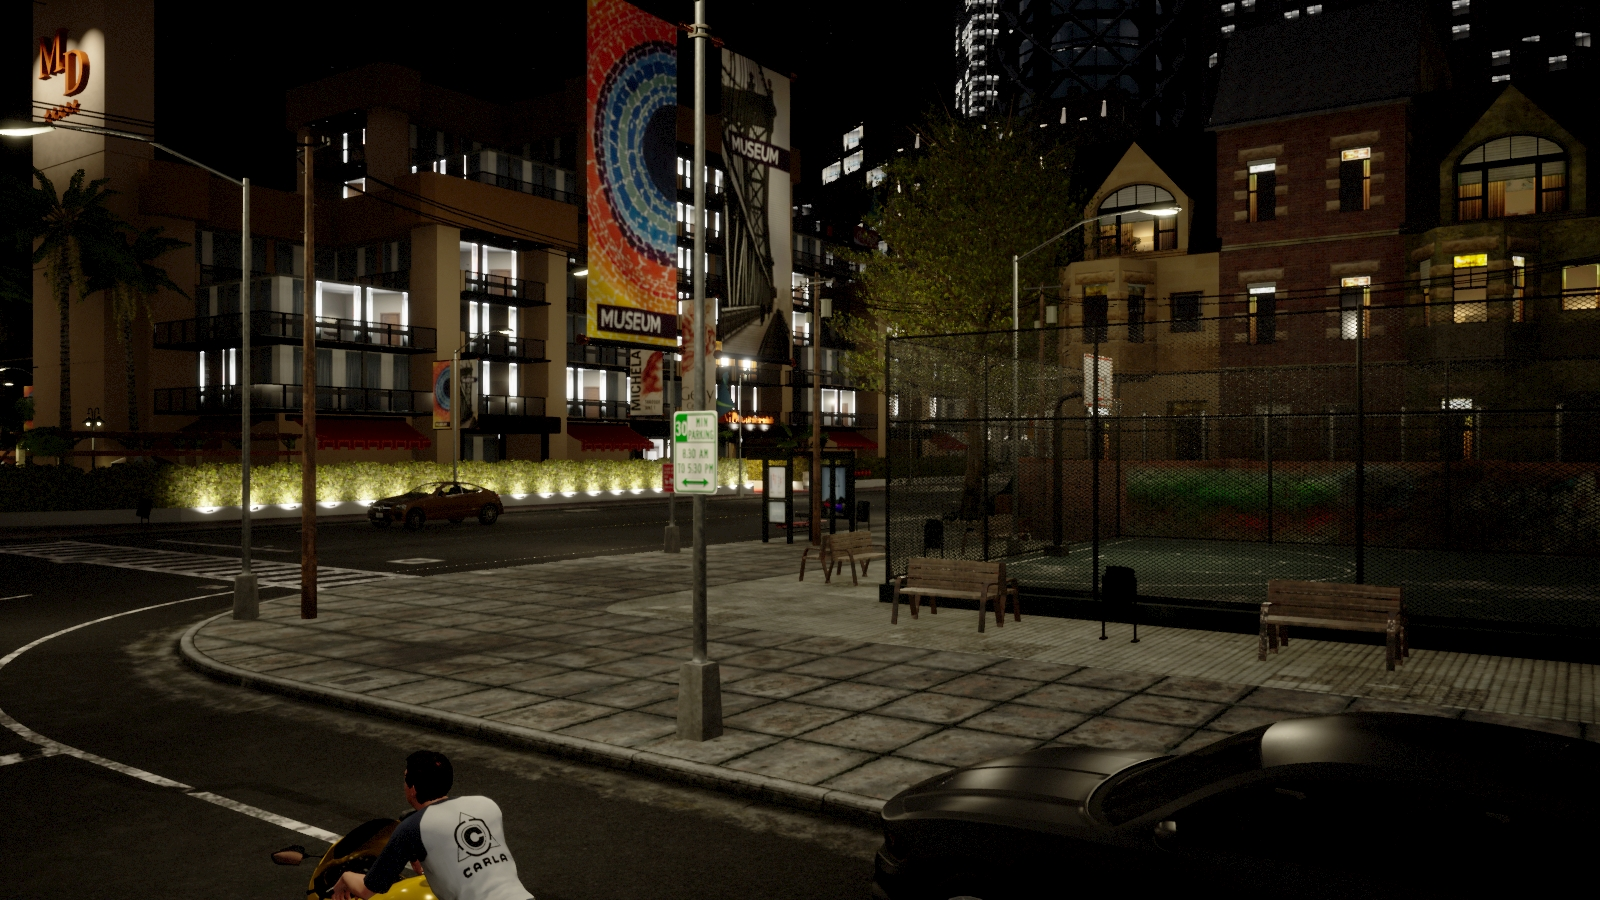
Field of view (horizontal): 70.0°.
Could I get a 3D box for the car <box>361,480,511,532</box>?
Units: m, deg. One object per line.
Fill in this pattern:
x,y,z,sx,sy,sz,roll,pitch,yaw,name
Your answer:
-13.322,1.992,42.110,2.152,1.651,5.027,0,0,34,car

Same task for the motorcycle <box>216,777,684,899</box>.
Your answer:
-1.529,2.213,4.819,2.033,1.145,0.803,0,0,35,motorcycle
